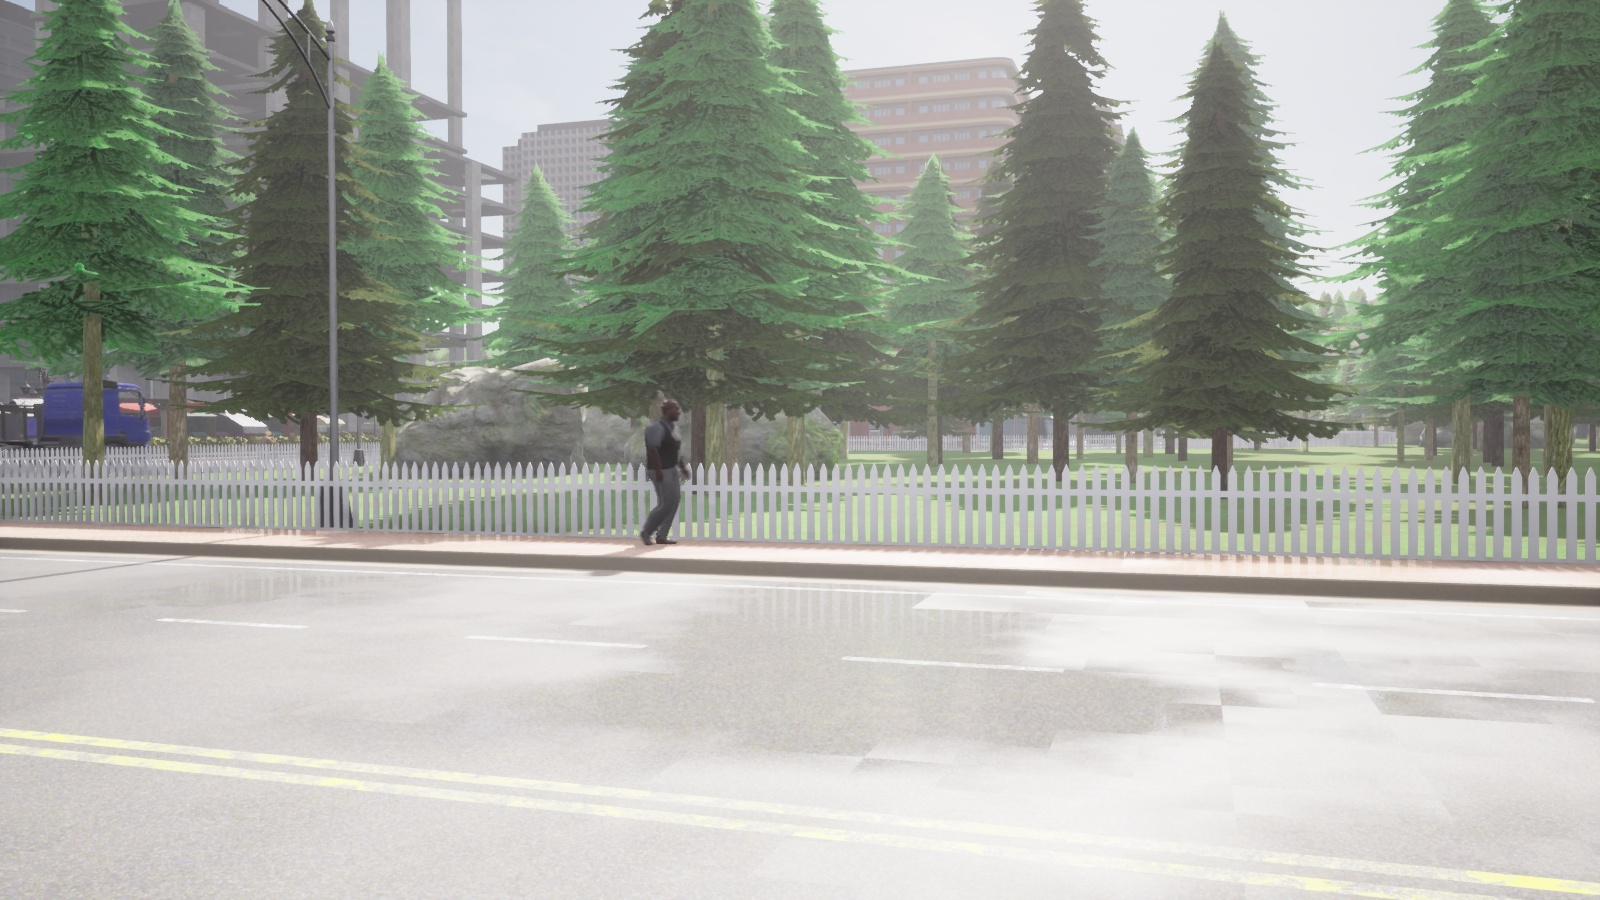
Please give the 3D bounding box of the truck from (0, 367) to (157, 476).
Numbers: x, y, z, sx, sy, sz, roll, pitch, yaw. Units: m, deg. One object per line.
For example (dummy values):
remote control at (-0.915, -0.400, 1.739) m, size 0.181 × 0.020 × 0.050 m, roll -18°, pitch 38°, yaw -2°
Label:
truck at (-26.069, -0.935, 42.547) m, size 2.891 × 3.462 × 7.936 m, roll 0°, pitch 1°, yaw 17°

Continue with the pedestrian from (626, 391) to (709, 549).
pedestrian at (-1.627, 0.232, 15.405) m, size 0.849 × 1.883 × 0.563 m, roll 1°, pitch 1°, yaw 19°
